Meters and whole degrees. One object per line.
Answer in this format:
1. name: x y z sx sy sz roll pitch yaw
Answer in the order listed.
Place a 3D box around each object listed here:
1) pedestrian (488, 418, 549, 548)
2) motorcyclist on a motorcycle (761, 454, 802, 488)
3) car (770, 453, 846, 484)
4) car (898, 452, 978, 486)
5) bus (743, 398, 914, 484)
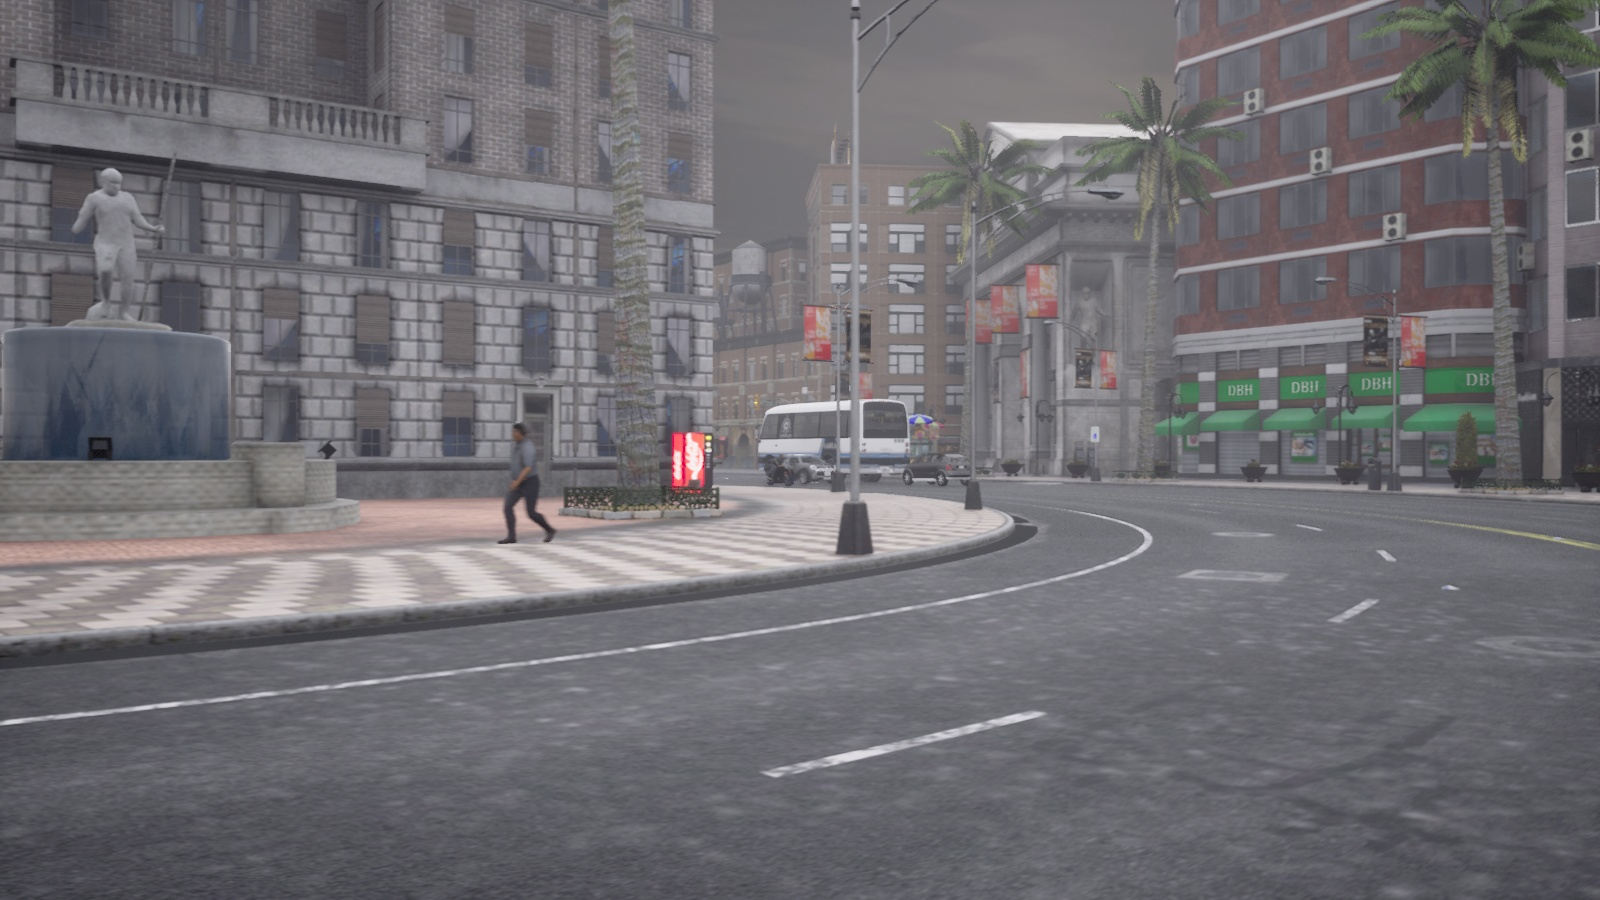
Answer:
1. pedestrian: -4.115 0.471 18.367 0.694 1.848 0.540 0 0 -42
2. motorcyclist on a motorcycle: -0.854 0.966 57.698 0.866 1.530 2.191 0 0 -32
3. car: 0.365 0.908 62.105 1.970 1.475 3.806 0 0 -33
4. car: 6.473 0.890 59.190 1.789 1.549 3.705 0 -1 -33
5. bus: 1.317 -0.421 67.130 3.944 4.253 10.273 0 0 -33
